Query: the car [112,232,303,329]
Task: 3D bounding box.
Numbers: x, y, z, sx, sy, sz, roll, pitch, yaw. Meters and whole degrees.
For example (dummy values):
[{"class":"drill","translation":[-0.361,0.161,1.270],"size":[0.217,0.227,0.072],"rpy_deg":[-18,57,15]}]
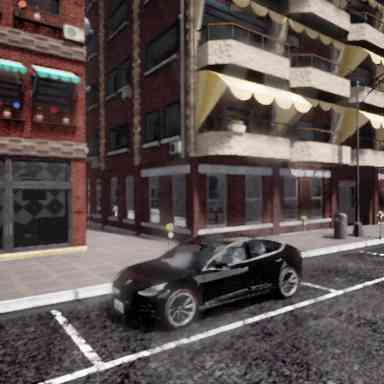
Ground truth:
[{"class":"car","translation":[0.527,1.573,6.945],"size":[4.313,1.339,1.947],"rpy_deg":[0,0,-36]}]
